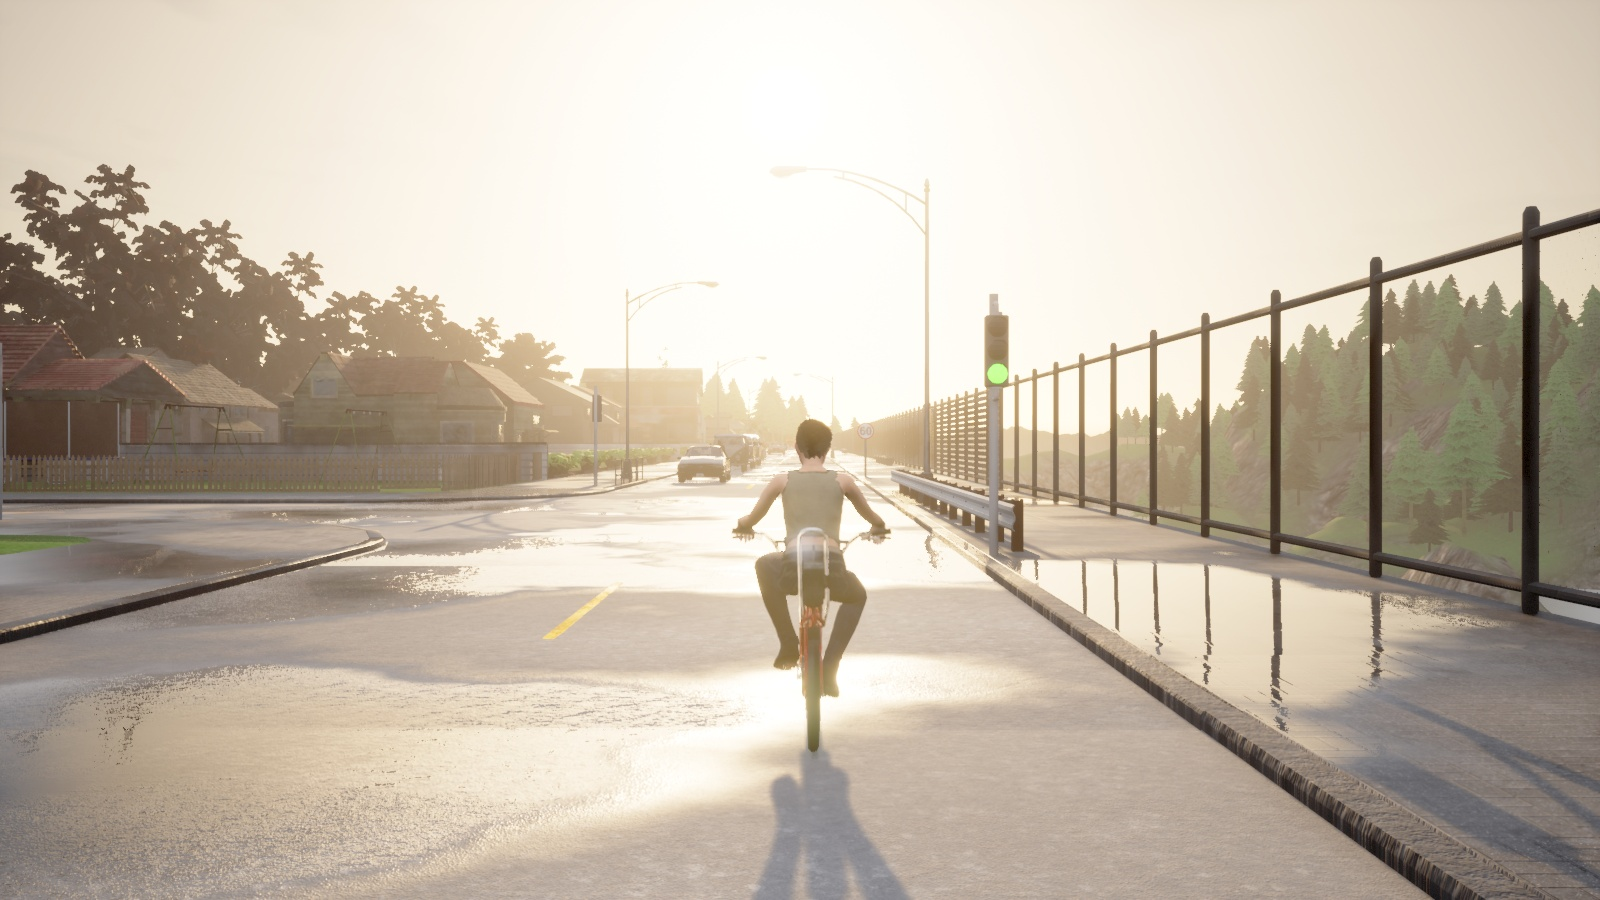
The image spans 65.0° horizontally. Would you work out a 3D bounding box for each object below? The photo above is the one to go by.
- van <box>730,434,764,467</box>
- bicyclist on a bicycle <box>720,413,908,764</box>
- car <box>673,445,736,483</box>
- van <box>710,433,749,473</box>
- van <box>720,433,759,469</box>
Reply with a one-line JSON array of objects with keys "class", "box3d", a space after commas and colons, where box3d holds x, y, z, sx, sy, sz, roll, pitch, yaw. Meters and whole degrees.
[{"class": "van", "box3d": [-3.491, -0.012, 83.230, 2.069, 2.038, 4.480, 0, 2, 0]}, {"class": "bicyclist on a bicycle", "box3d": [0.062, 0.647, 6.529, 0.866, 1.612, 1.509, 0, -1, 0]}, {"class": "car", "box3d": [-3.690, 0.514, 49.200, 2.033, 1.411, 5.357, 0, 0, 0]}, {"class": "van", "box3d": [-3.597, 0.132, 64.813, 1.775, 1.987, 4.442, 0, 0, 0]}, {"class": "van", "box3d": [-3.543, 0.051, 73.999, 2.069, 2.038, 4.480, 0, 0, 0]}]
